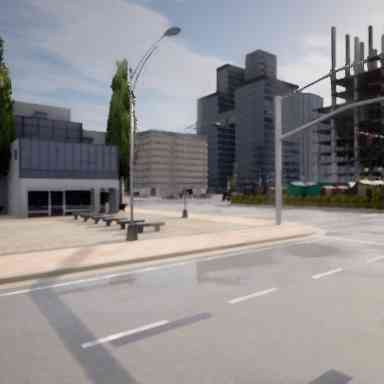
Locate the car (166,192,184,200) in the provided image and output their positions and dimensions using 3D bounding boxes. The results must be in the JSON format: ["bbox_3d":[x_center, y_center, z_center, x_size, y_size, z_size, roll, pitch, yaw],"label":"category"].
[{"bbox_3d":[-3.877,0.925,84.091,3.866,1.878,1.905,0,0,-37],"label":"car"}]

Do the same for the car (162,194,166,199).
[{"bbox_3d":[-5.570,0.926,86.439,4.605,1.855,1.932,0,0,-37],"label":"car"}]

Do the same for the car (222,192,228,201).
[{"bbox_3d":[7.923,0.900,68.411,3.866,1.878,1.905,0,0,-37],"label":"car"}]

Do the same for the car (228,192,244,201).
[{"bbox_3d":[9.652,1.136,66.088,3.806,1.475,1.970,0,0,-37],"label":"car"}]

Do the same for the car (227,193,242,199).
[{"bbox_3d":[11.723,1.043,92.403,3.806,1.475,1.970,0,0,-37],"label":"car"}]
